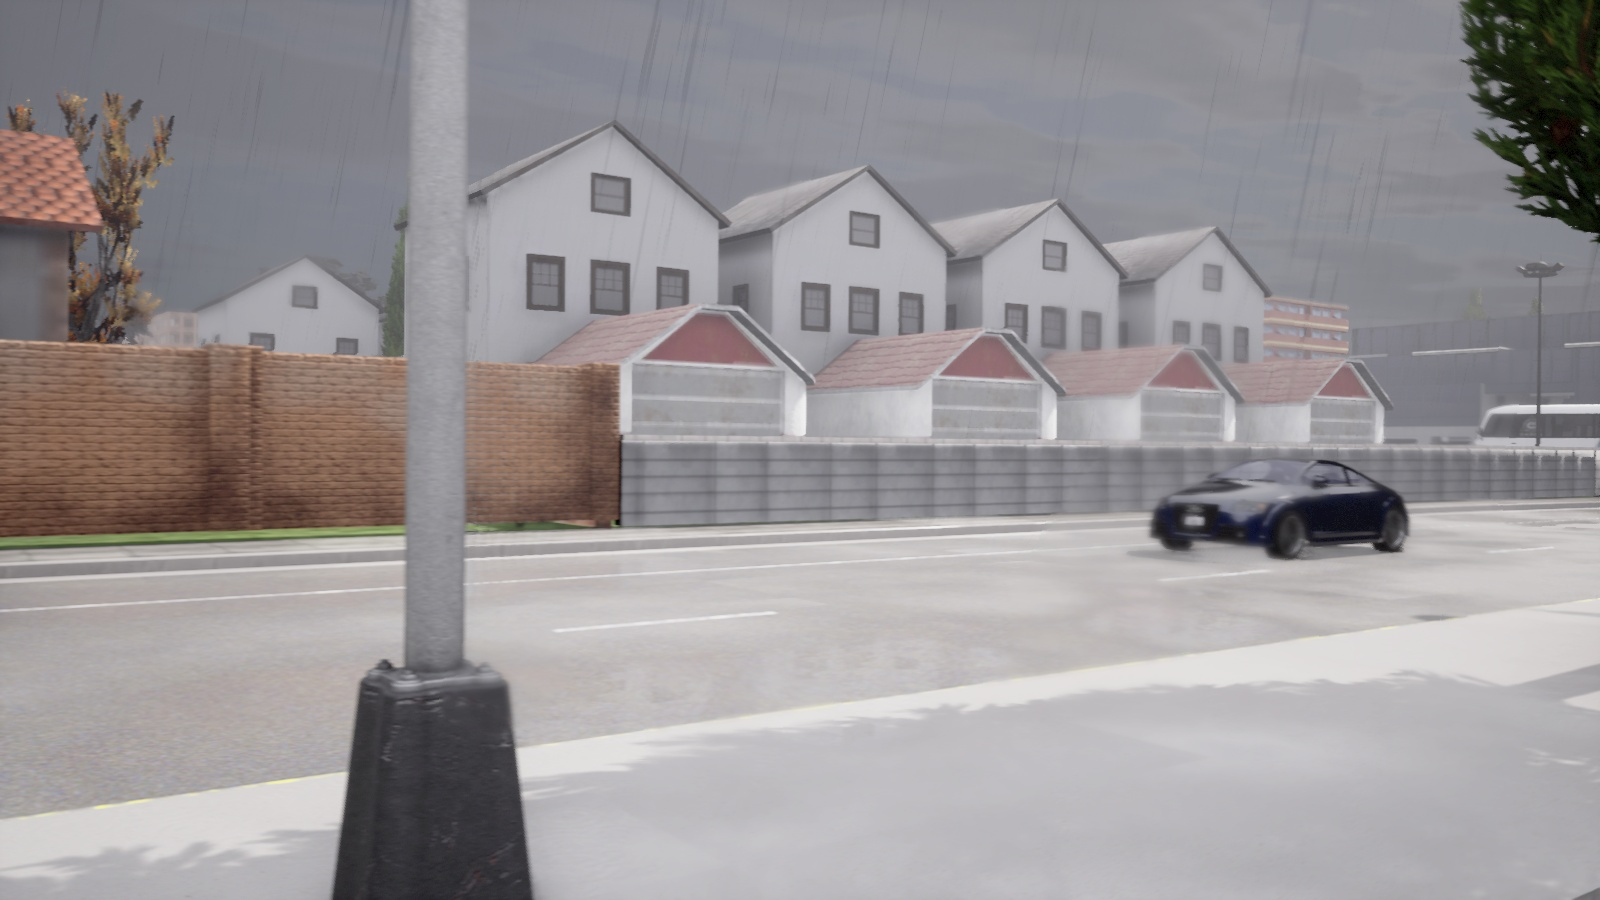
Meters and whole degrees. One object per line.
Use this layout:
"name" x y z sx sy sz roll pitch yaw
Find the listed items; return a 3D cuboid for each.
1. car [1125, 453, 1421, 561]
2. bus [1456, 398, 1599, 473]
"car" 6.923 0.743 18.260 4.181 1.385 1.994 0 0 -35
"bus" 44.864 -0.849 74.001 10.273 4.253 3.944 1 1 42
